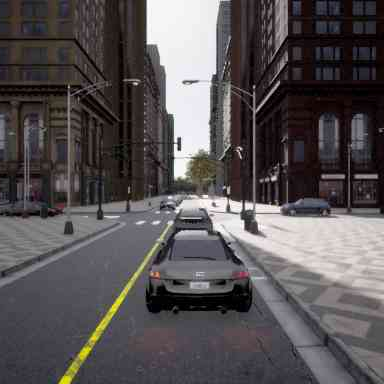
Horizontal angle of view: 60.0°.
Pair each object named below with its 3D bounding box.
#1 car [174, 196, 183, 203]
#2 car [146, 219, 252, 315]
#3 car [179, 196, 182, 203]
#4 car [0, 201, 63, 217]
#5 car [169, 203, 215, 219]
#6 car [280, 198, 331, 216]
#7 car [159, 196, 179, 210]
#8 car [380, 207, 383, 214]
[{"bbox_3d":[-3.024,1.551,73.457,1.812,1.442,4.674,0,0,0],"label":"car"},{"bbox_3d":[0.105,1.564,7.686,1.994,1.385,4.181,0,0,-1],"label":"car"},{"bbox_3d":[-3.108,1.495,52.810,2.128,1.511,4.902,0,0,0],"label":"car"},{"bbox_3d":[-14.127,1.499,28.835,5.357,1.411,2.033,0,0,0],"label":"car"},{"bbox_3d":[0.055,1.505,16.593,1.837,1.490,4.892,0,0,0],"label":"car"},{"bbox_3d":[10.852,1.389,32.082,4.553,1.767,2.097,0,0,1],"label":"car"},{"bbox_3d":[-3.105,1.548,43.049,2.033,1.411,5.357,0,0,0],"label":"car"},{"bbox_3d":[20.508,1.631,32.048,4.181,1.385,1.994,0,0,0],"label":"car"}]
